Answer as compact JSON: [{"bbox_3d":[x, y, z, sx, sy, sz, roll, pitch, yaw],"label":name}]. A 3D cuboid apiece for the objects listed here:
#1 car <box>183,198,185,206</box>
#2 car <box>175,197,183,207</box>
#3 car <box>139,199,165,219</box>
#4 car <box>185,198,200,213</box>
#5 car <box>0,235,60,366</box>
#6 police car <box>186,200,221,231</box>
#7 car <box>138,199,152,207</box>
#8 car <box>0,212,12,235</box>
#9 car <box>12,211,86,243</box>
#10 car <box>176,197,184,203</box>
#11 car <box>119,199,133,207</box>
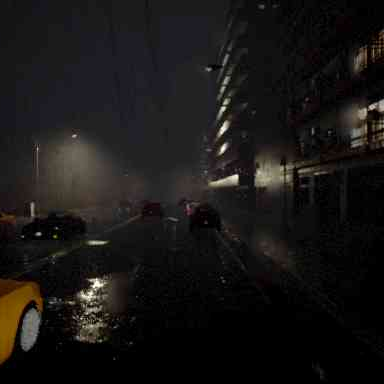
[{"bbox_3d":[0.308,1.564,37.395,2.097,1.767,4.553,0,0,-2],"label":"car"},{"bbox_3d":[-1.478,1.838,56.545,1.837,1.490,4.892,0,0,-3],"label":"car"},{"bbox_3d":[-3.652,1.658,31.767,1.882,1.535,5.008,0,0,-2],"label":"car"},{"bbox_3d":[0.495,1.633,31.586,1.801,1.575,5.366,0,0,-2],"label":"car"},{"bbox_3d":[-3.163,1.496,3.005,1.882,1.535,5.008,0,-1,0],"label":"car"},{"bbox_3d":[0.749,1.544,21.456,1.930,1.638,5.238,0,0,-1],"label":"police car"},{"bbox_3d":[-8.162,1.911,58.384,1.994,1.385,4.181,0,0,-3],"label":"car"},{"bbox_3d":[-9.980,1.564,15.072,1.882,1.535,5.008,0,0,-1],"label":"car"},{"bbox_3d":[-6.753,1.658,16.592,1.994,1.385,4.181,0,0,-1],"label":"car"},{"bbox_3d":[-2.877,1.873,78.747,1.882,1.535,5.008,0,0,-4],"label":"car"},{"bbox_3d":[-11.351,1.943,57.274,1.895,1.301,4.718,0,0,-2],"label":"car"}]
